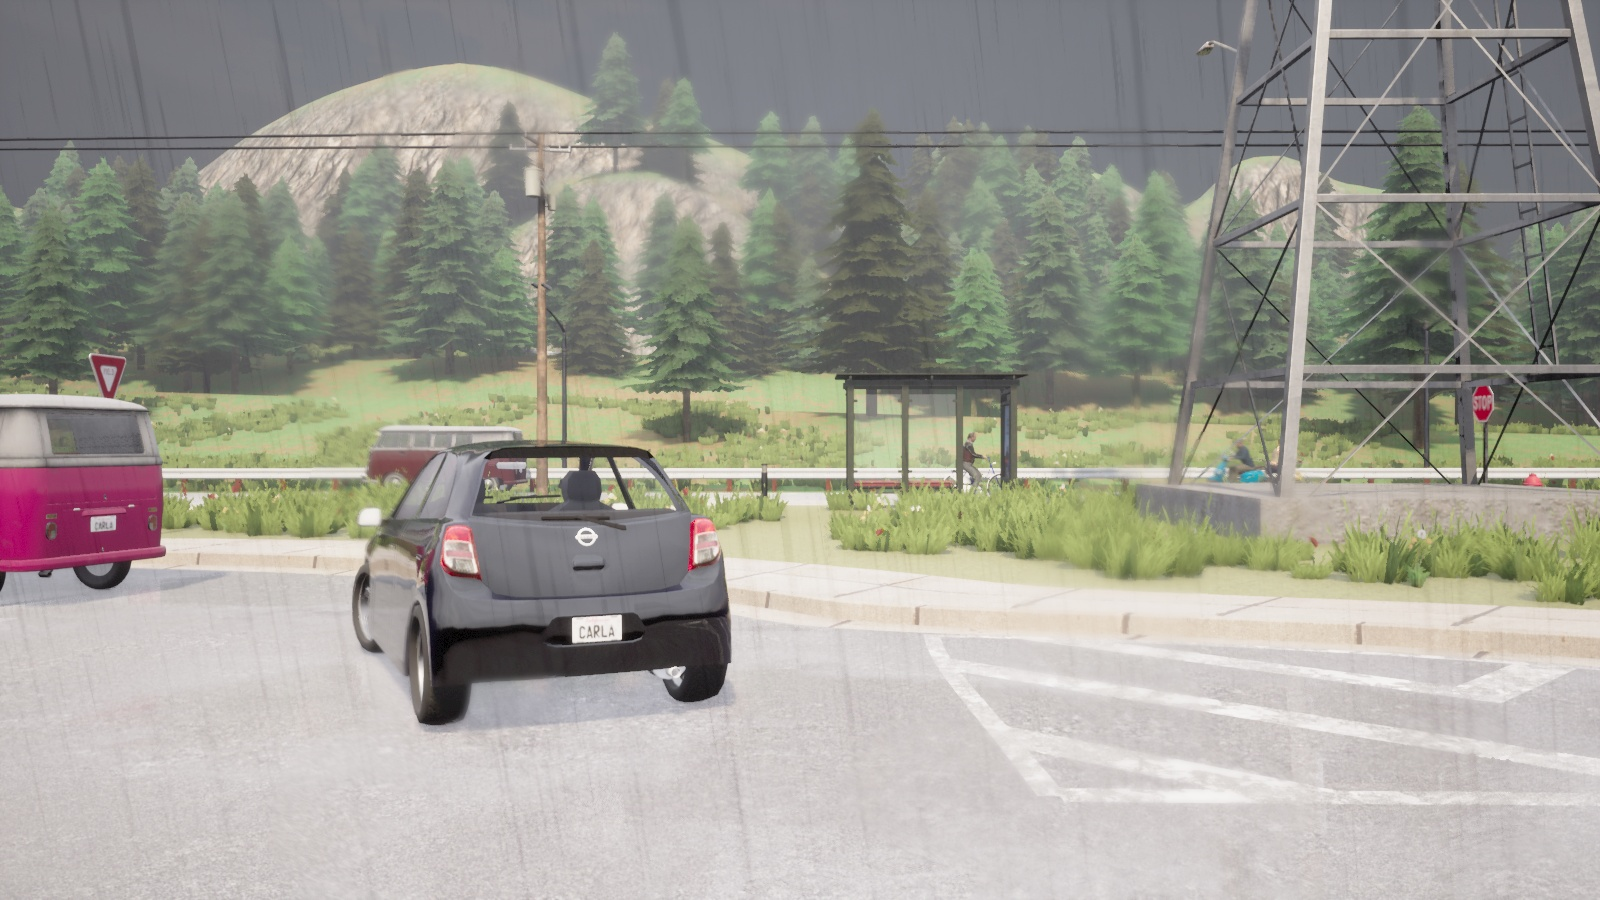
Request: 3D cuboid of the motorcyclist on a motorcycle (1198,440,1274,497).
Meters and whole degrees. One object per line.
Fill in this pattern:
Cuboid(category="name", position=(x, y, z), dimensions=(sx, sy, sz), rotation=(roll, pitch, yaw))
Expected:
Cuboid(category="motorcyclist on a motorcycle", position=(12.177, 0.511, 35.118), dimensions=(1.817, 1.590, 0.866), rotation=(0, 0, 2))

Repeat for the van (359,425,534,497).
Cuboid(category="van", position=(-9.935, 0.291, 35.494), dimensions=(4.442, 1.987, 1.775), rotation=(0, 0, 1))

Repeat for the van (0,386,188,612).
Cuboid(category="van", position=(-8.610, 0.421, 12.534), dimensions=(4.442, 1.987, 1.775), rotation=(0, 0, 16))

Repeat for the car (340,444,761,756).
Cuboid(category="car", position=(-1.817, 0.713, 8.088), dimensions=(1.845, 1.501, 3.633), rotation=(0, 0, -25))

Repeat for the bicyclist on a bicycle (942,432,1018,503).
Cuboid(category="bicyclist on a bicycle", position=(4.544, 0.441, 31.767), dimensions=(1.843, 1.776, 0.659), rotation=(0, 0, 1))

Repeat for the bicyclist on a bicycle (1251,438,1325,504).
Cuboid(category="bicyclist on a bicycle", position=(12.274, 0.515, 31.634), dimensions=(1.509, 1.612, 0.866), rotation=(1, 0, 0))
